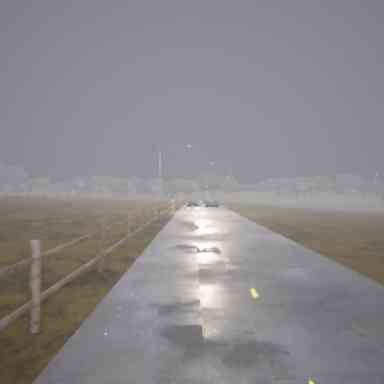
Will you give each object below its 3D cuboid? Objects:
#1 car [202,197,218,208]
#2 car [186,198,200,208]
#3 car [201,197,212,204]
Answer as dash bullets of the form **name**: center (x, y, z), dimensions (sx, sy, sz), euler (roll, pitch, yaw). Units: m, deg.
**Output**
- **car**: center (3.079, 1.720, 52.450), dimensions (1.994, 1.385, 4.181), euler (0, 0, 0)
- **car**: center (0.171, 1.688, 51.628), dimensions (2.033, 1.411, 5.357), euler (0, 0, 1)
- **car**: center (3.066, 1.846, 70.615), dimensions (2.033, 1.411, 5.357), euler (0, -1, 0)
